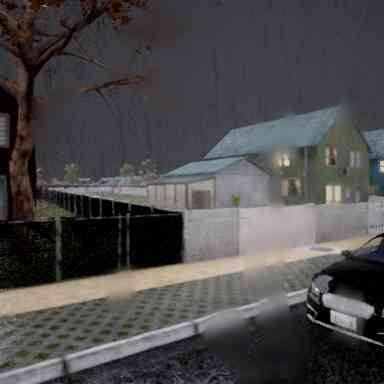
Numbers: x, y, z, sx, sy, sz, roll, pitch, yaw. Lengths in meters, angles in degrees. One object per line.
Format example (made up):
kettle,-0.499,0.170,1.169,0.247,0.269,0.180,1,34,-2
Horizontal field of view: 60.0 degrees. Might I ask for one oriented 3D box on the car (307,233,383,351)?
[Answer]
car,4.064,1.487,5.969,4.902,1.511,2.128,0,0,-35
